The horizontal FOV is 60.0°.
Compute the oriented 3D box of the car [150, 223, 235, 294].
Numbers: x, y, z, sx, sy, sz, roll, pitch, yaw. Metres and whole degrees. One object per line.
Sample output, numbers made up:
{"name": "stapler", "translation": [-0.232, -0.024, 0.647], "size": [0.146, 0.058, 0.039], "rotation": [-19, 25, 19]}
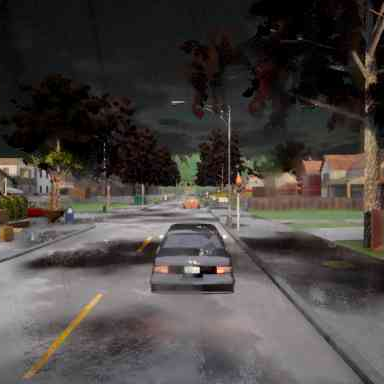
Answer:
{"name": "car", "translation": [0.022, 1.547, 8.914], "size": [2.033, 1.411, 5.357], "rotation": [0, 0, 0]}

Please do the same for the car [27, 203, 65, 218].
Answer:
{"name": "car", "translation": [-12.731, 1.601, 28.074], "size": [4.718, 1.301, 1.895], "rotation": [0, 0, -1]}

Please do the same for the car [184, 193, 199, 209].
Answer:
{"name": "car", "translation": [-0.045, 1.352, 46.547], "size": [2.097, 1.767, 4.553], "rotation": [0, 0, 1]}

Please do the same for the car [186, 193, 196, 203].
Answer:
{"name": "car", "translation": [-0.165, 1.225, 73.393], "size": [2.150, 2.045, 5.566], "rotation": [0, 0, 0]}
